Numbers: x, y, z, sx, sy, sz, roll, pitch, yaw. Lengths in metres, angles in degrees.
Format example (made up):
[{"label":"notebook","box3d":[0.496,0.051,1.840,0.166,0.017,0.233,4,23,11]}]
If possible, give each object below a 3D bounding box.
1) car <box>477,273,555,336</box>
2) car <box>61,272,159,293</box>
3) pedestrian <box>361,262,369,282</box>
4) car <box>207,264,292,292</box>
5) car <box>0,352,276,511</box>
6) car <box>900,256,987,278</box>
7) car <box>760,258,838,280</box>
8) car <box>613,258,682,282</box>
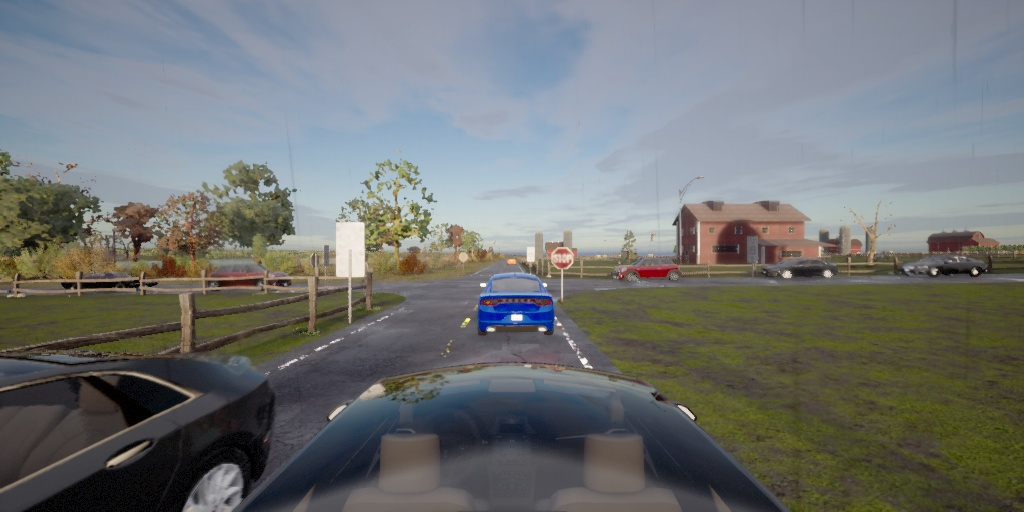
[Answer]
[{"label":"car","box3d":[0.062,1.226,10.486,1.882,1.535,5.008,0,0,-1]},{"label":"car","box3d":[-26.380,1.706,23.675,4.718,1.301,1.895,-1,0,1]},{"label":"pedestrian","box3d":[-12.175,1.162,29.453,0.375,1.860,0.375,0,1,0]},{"label":"car","box3d":[-17.098,1.330,23.533,4.553,1.767,2.097,-1,0,1]},{"label":"car","box3d":[-2.841,1.255,0.938,1.837,1.490,4.892,0,0,0]},{"label":"car","box3d":[31.286,0.752,26.106,4.902,1.511,2.128,-1,0,1]},{"label":"car","box3d":[20.896,0.921,26.191,4.892,1.490,1.837,0,0,0]},{"label":"car","box3d":[9.717,0.931,26.070,4.553,1.767,2.097,-1,0,-2]}]
